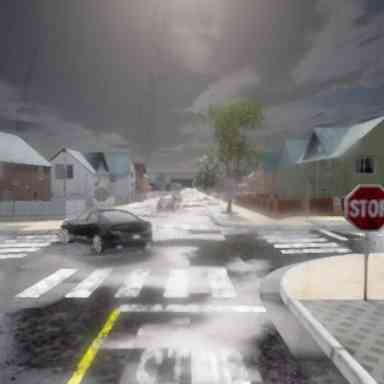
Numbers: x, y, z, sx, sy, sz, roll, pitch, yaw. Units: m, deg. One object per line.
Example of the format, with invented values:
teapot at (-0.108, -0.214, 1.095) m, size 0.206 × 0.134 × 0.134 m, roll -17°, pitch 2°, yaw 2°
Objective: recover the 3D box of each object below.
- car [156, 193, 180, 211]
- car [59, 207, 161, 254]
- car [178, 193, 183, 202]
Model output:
car at (-2.851, 1.244, 37.169) m, size 2.128 × 1.511 × 4.902 m, roll 0°, pitch 0°, yaw 0°
car at (-3.583, 1.402, 13.314) m, size 1.882 × 1.535 × 5.008 m, roll 0°, pitch 0°, yaw -42°
car at (-2.778, 0.951, 60.014) m, size 2.097 × 1.767 × 4.553 m, roll 0°, pitch 1°, yaw 0°
